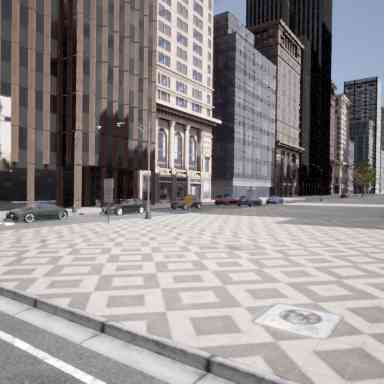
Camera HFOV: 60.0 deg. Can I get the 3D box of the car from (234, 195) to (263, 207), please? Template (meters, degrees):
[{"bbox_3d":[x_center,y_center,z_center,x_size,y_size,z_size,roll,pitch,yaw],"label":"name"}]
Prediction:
[{"bbox_3d":[8.342,1.192,47.469,2.097,1.767,4.553,1,1,36],"label":"car"}]

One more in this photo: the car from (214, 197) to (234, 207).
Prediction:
[{"bbox_3d":[5.138,1.393,48.317,1.895,1.301,4.718,1,1,36],"label":"car"}]

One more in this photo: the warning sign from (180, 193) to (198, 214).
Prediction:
[{"bbox_3d":[-0.265,1.077,30.688,1.300,1.860,1.060,1,1,35],"label":"warning sign"}]

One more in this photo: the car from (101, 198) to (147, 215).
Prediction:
[{"bbox_3d":[-6.458,1.377,32.008,1.837,1.490,4.892,1,1,35],"label":"car"}]

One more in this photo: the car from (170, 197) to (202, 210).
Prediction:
[{"bbox_3d":[-0.647,1.338,40.211,1.837,1.490,4.892,1,1,35],"label":"car"}]

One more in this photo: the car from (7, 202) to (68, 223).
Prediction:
[{"bbox_3d":[-11.470,1.470,24.932,1.994,1.385,4.181,1,1,35],"label":"car"}]

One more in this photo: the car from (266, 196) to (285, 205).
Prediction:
[{"bbox_3d":[13.944,1.362,55.474,1.994,1.385,4.181,1,1,35],"label":"car"}]
